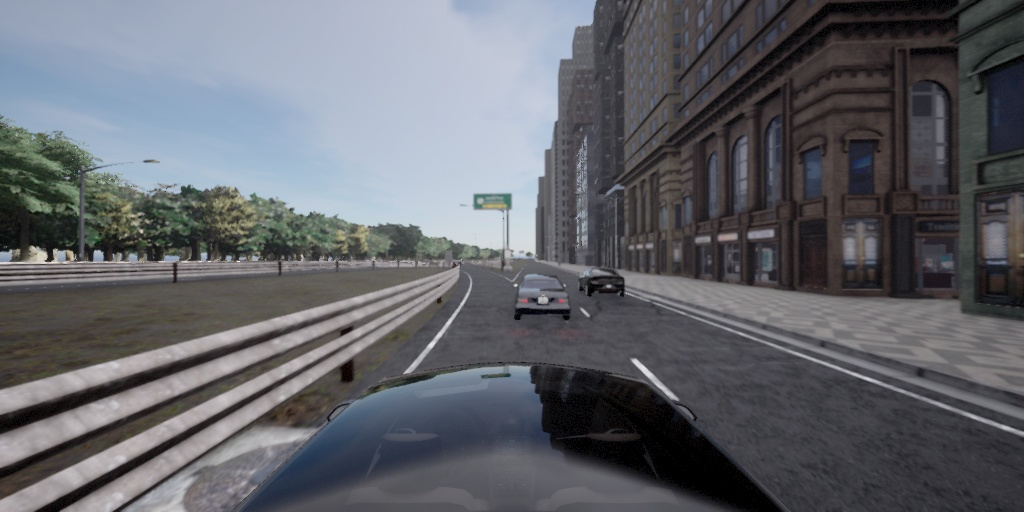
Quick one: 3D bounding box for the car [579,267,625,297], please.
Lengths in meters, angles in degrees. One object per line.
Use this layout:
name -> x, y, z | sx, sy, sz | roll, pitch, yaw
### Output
car -> 4.880, 1.358, 20.082 | 1.882, 1.535, 5.008 | 0, 0, 3

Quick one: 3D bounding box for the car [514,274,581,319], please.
car -> 1.040, 1.373, 13.096 | 2.033, 1.411, 5.357 | 0, 0, 3
